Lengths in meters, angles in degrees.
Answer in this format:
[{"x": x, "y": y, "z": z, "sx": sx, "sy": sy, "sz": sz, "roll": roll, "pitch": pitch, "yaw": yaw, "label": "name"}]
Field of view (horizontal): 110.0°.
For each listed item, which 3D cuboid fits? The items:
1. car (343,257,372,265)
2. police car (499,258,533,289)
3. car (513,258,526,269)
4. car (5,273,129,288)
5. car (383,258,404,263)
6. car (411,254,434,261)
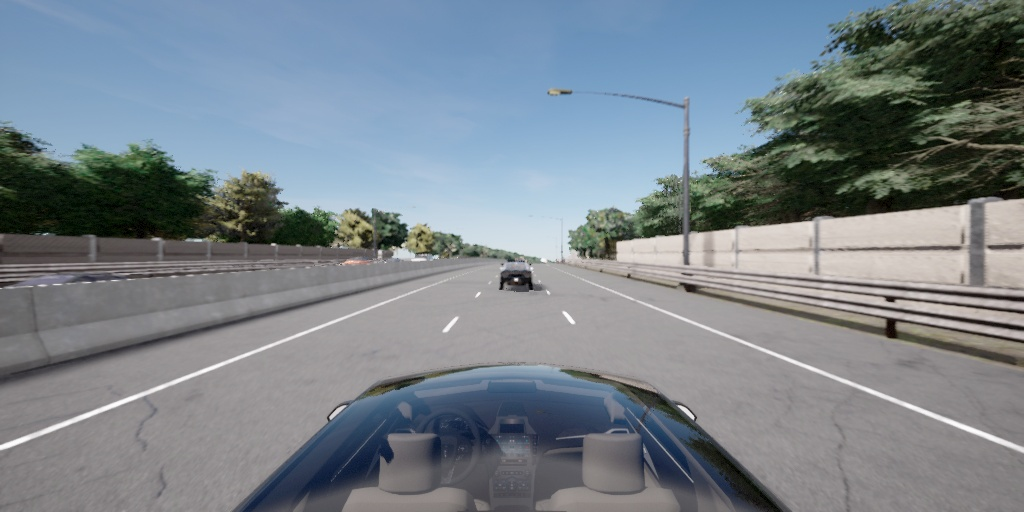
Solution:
[{"x": -20.183, "y": 0.875, "z": 47.045, "sx": 2.097, "sy": 1.767, "sz": 4.553, "roll": 2, "pitch": -1, "yaw": 3, "label": "car"}, {"x": 0.266, "y": 1.040, "z": 21.702, "sx": 1.930, "sy": 1.638, "sz": 5.238, "roll": 0, "pitch": 0, "yaw": 1, "label": "police car"}, {"x": 1.165, "y": 1.037, "z": 53.558, "sx": 1.882, "sy": 1.535, "sz": 5.008, "roll": 0, "pitch": 0, "yaw": 3, "label": "car"}, {"x": -14.046, "y": 1.229, "z": 11.346, "sx": 1.994, "sy": 1.385, "sz": 4.181, "roll": 0, "pitch": 0, "yaw": 1, "label": "car"}, {"x": -16.556, "y": 1.028, "z": 50.565, "sx": 1.882, "sy": 1.535, "sz": 5.008, "roll": 0, "pitch": 0, "yaw": 3, "label": "car"}, {"x": -12.983, "y": 0.777, "z": 52.229, "sx": 2.150, "sy": 2.045, "sz": 5.566, "roll": 0, "pitch": 0, "yaw": 3, "label": "car"}]
